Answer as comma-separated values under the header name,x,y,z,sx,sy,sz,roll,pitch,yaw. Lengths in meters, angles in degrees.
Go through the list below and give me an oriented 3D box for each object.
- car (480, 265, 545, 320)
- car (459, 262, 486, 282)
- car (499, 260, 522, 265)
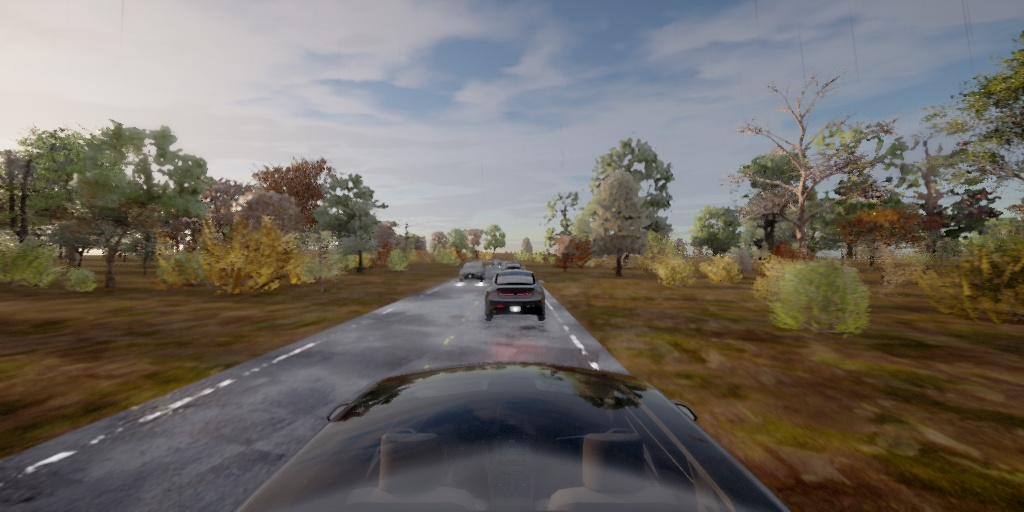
name,x,y,z,sx,sy,sz,roll,pitch,yaw
car,0.098,1.247,12.561,1.837,1.490,4.892,0,0,0
car,-3.090,1.243,28.836,1.837,1.490,4.892,0,0,0
car,0.107,1.241,30.662,1.837,1.490,4.892,0,0,0
